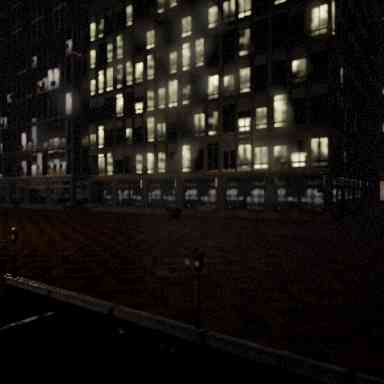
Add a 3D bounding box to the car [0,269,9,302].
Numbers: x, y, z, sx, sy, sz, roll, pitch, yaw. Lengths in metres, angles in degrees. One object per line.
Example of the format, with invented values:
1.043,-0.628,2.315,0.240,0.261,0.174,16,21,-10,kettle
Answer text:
-5.635,1.573,6.873,4.829,1.417,1.752,0,0,35,car
